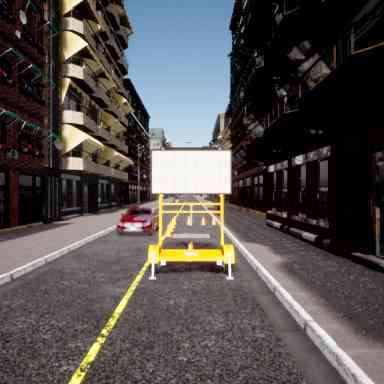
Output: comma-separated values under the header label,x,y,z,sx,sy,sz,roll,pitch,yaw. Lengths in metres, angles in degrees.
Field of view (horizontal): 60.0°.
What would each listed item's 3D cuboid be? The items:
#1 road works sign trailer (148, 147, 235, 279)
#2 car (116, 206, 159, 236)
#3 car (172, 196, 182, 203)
label,x,y,z,sx,sy,sz,roll,pitch,yaw
road works sign trailer,-0.021,0.467,9.993,2.380,3.560,2.880,0,0,0
car,-2.892,1.532,18.536,1.812,1.442,4.674,0,0,0
car,-2.891,1.581,65.360,1.812,1.442,4.674,0,0,0
